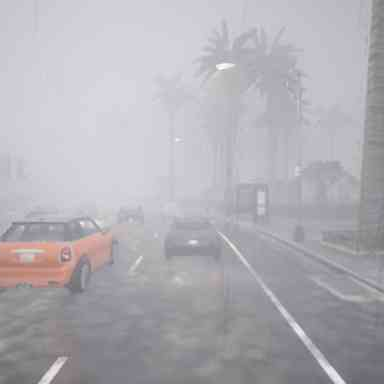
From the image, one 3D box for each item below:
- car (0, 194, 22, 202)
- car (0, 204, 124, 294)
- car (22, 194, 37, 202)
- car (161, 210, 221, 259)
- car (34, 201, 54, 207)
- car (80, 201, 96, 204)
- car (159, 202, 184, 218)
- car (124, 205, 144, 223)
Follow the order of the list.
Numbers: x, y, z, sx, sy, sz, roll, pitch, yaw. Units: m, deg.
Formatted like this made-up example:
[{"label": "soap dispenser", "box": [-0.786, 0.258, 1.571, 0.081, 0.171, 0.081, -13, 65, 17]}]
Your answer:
[{"label": "car", "box": [-34.759, 1.665, 62.056, 4.902, 1.511, 2.128, 0, 0, 29]}, {"label": "car", "box": [-3.444, 1.387, 9.062, 2.097, 1.767, 4.553, 0, 0, 0]}, {"label": "car", "box": [-32.691, 1.358, 64.912, 5.566, 2.045, 2.150, 0, 0, 29]}, {"label": "car", "box": [-0.003, 1.607, 12.817, 1.994, 1.385, 4.181, 0, 0, -1]}, {"label": "car", "box": [-12.481, 1.710, 28.003, 1.895, 1.301, 4.718, 0, 0, -13]}, {"label": "car", "box": [-9.762, 1.608, 31.298, 2.128, 1.511, 4.902, 0, 0, -16]}, {"label": "car", "box": [-1.772, 1.623, 28.651, 1.812, 1.442, 4.674, 0, 0, -11]}, {"label": "car", "box": [-4.767, 1.694, 26.010, 1.895, 1.301, 4.718, 0, 0, -10]}]
